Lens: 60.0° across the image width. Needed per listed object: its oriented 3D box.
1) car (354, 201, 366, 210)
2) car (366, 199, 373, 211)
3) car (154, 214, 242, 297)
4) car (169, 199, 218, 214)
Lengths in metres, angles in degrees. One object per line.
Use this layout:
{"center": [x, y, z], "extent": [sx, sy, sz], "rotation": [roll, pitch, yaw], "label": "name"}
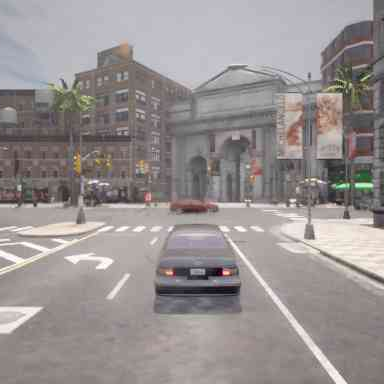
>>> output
{"center": [22.274, 1.564, 40.989], "extent": [4.181, 1.385, 1.994], "rotation": [0, 0, 0], "label": "car"}
{"center": [22.701, 1.526, 37.490], "extent": [4.674, 1.442, 1.812], "rotation": [0, 0, 1], "label": "car"}
{"center": [0.110, 1.547, 8.762], "extent": [2.033, 1.411, 5.357], "rotation": [0, 0, 0], "label": "car"}
{"center": [0.195, 1.477, 34.026], "extent": [5.008, 1.535, 1.882], "rotation": [0, 0, 1], "label": "car"}
